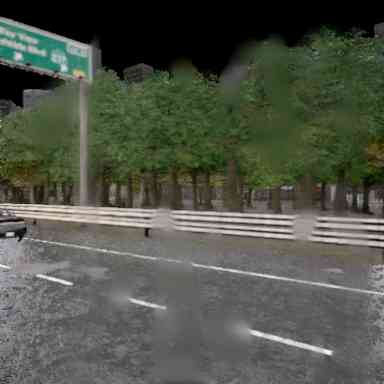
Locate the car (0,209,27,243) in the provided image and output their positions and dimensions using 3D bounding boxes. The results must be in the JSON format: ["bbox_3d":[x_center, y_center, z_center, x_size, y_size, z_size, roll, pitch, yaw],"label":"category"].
[{"bbox_3d":[-9.267,1.491,14.778,4.902,1.511,2.128,0,0,36],"label":"car"}]
